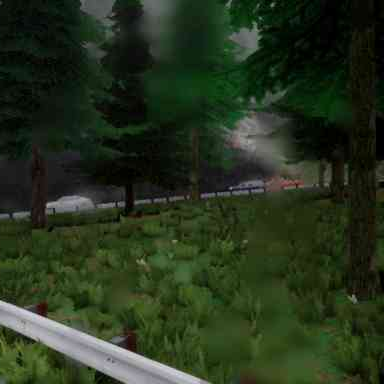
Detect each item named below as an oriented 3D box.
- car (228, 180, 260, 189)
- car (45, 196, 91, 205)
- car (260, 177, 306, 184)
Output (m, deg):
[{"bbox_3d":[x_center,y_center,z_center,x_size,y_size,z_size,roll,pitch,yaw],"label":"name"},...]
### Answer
[{"bbox_3d":[6.140,-0.511,37.492,4.553,1.767,2.097,-4,1,-2],"label":"car"},{"bbox_3d":[-11.553,1.114,30.479,4.674,1.442,1.812,-5,3,-31],"label":"car"},{"bbox_3d":[9.765,-0.793,34.205,4.553,1.767,2.097,-5,0,0],"label":"car"}]
